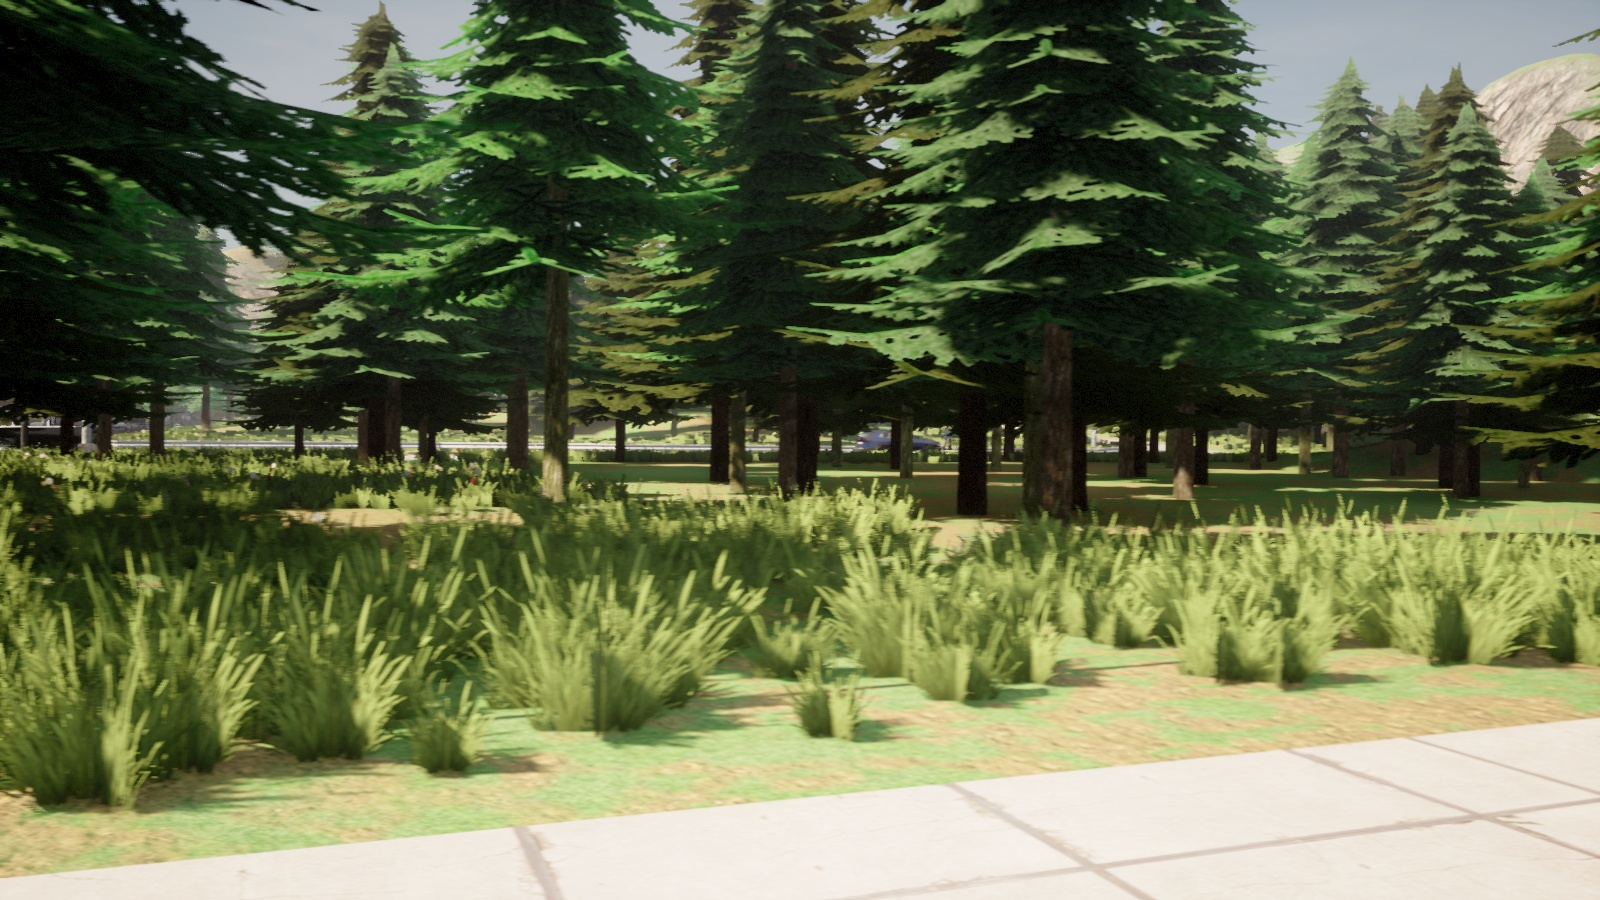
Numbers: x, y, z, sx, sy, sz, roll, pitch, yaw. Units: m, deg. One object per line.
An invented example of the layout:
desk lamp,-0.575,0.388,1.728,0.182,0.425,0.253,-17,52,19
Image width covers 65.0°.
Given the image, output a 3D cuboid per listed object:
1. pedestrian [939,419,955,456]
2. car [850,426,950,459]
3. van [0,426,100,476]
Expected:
pedestrian,7.390,-0.638,63.283,0.726,1.842,0.402,-1,1,-43
car,5.317,-0.404,66.720,4.856,1.649,2.033,-1,1,-23
van,-32.594,0.014,53.639,4.480,2.038,2.069,-1,1,-25
